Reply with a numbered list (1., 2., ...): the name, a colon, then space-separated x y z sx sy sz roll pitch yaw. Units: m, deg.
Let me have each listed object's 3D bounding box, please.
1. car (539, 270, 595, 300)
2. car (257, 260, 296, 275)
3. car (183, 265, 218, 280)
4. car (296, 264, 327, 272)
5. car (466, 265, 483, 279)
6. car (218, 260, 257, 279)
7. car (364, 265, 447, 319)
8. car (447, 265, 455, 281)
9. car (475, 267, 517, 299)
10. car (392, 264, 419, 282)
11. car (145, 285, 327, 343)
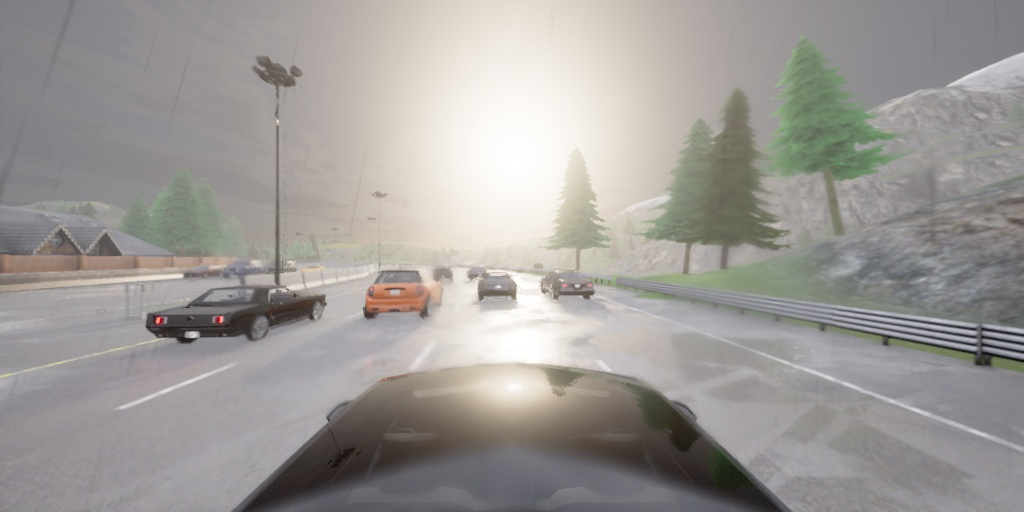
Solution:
1. car: 2.727 1.444 18.871 2.033 1.411 5.357 0 -1 -6
2. car: -26.371 1.452 40.962 2.150 2.045 5.566 0 -1 -15
3. car: -32.963 1.711 38.493 1.882 1.535 5.008 0 -1 -15
4. car: -22.986 1.698 41.782 1.882 1.535 5.008 0 -1 -15
5. car: -3.658 1.660 37.374 1.994 1.385 4.181 0 -1 -12
6. car: -29.689 1.456 39.851 2.150 2.045 5.566 0 -1 -15
7. car: -3.912 1.229 13.689 2.097 1.767 4.553 0 -1 -4
8. car: -6.571 1.584 34.106 1.837 1.490 4.892 0 0 -11
9. car: -0.862 1.481 19.359 1.994 1.385 4.181 0 0 -6
10. car: -10.414 1.598 35.367 2.128 1.511 4.902 0 0 -12
11. car: -7.138 1.460 10.105 1.895 1.301 4.718 0 -1 -3
